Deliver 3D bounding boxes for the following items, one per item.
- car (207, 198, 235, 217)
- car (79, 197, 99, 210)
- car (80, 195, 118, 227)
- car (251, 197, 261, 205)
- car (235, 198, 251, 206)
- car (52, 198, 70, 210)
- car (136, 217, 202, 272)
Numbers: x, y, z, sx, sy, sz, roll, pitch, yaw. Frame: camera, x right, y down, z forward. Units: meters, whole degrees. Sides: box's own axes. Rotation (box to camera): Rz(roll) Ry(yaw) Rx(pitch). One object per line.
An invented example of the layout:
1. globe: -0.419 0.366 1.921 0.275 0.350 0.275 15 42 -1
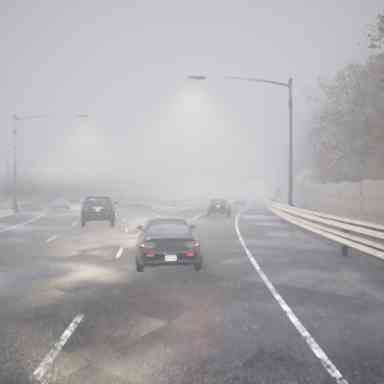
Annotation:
1. car: 2.676 1.320 31.574 2.097 1.767 4.553 0 0 9
2. car: -13.694 1.465 44.140 1.882 1.535 5.008 0 0 -24
3. car: -6.438 1.213 23.187 2.150 2.045 5.566 0 0 -13
4. car: 14.427 2.237 77.491 1.837 1.490 4.892 0 -3 16
5. car: 7.823 1.564 53.245 1.895 1.301 4.718 0 0 15
6. car: -16.947 1.542 43.015 2.033 1.411 5.357 0 0 -25
7. car: -0.809 1.518 10.779 1.812 1.442 4.674 0 0 -7
